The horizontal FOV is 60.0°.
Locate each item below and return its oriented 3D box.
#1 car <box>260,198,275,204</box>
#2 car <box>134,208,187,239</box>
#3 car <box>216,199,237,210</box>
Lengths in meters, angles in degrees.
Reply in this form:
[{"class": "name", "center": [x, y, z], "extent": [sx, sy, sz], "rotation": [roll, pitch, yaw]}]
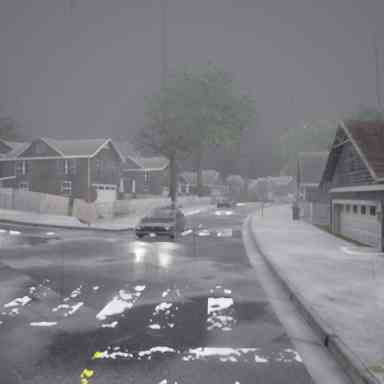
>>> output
[{"class": "car", "center": [15.607, 1.782, 68.831], "extent": [1.895, 1.301, 4.718], "rotation": [0, -1, 30]}, {"class": "car", "center": [-1.466, 1.556, 17.696], "extent": [2.033, 1.411, 5.357], "rotation": [0, 0, 7]}, {"class": "car", "center": [4.551, 1.578, 43.815], "extent": [1.895, 1.301, 4.718], "rotation": [0, 0, 18]}]
